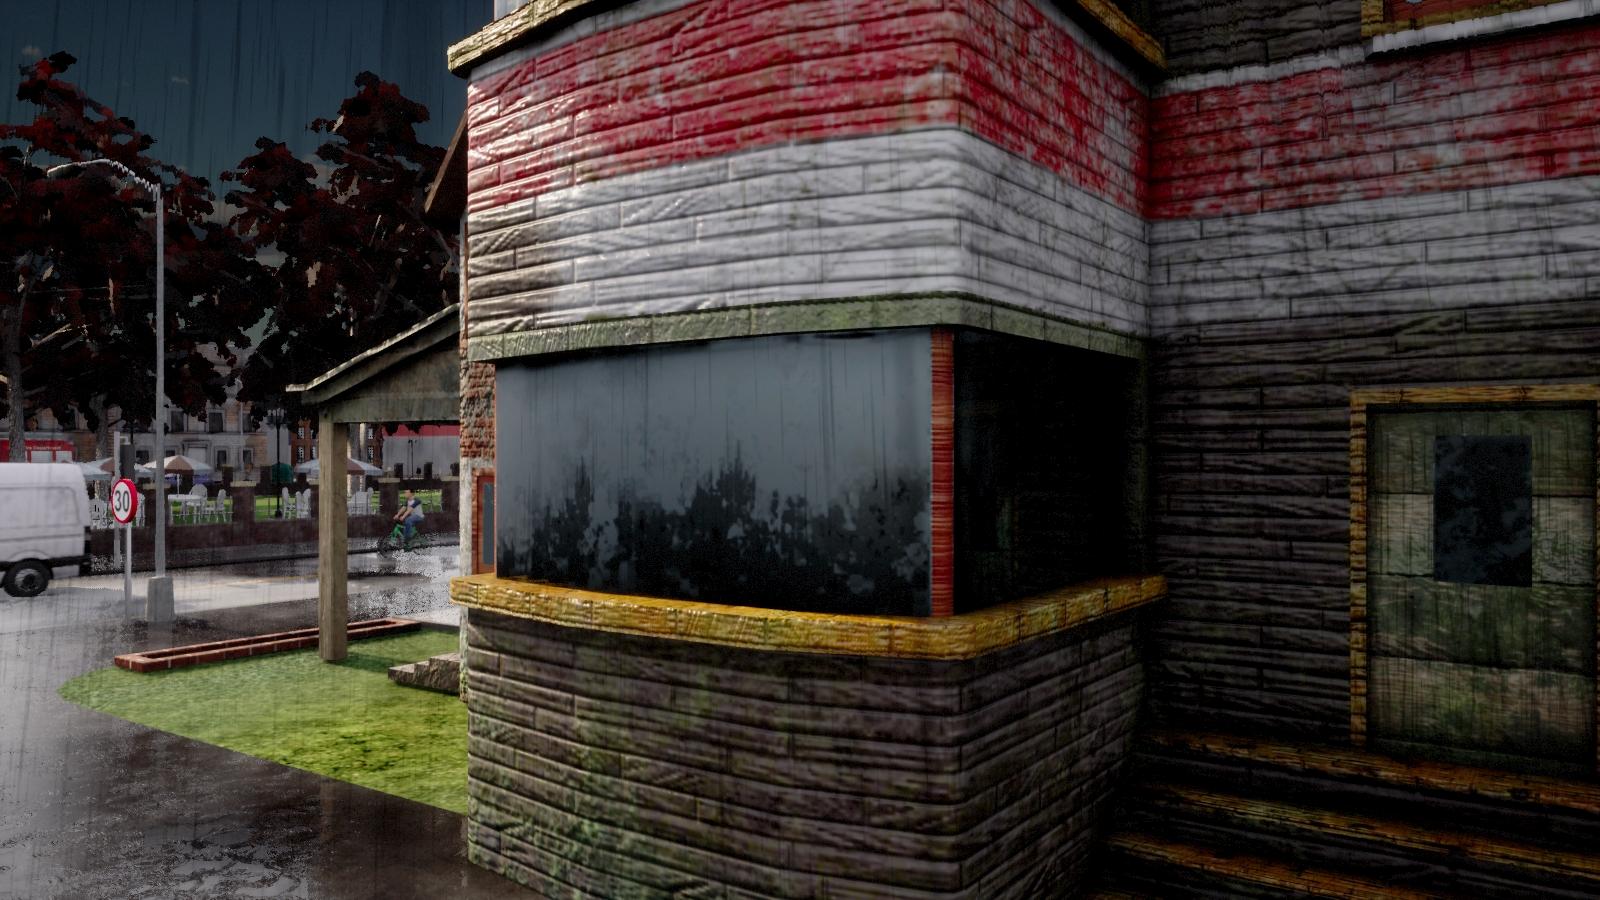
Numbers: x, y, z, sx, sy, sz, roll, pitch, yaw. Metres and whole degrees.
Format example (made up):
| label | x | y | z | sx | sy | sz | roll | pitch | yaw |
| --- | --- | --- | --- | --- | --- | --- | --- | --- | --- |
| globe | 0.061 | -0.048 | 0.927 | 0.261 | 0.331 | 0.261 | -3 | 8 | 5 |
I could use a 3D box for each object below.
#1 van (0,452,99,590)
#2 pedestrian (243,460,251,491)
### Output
| label | x | y | z | sx | sy | sz | roll | pitch | yaw |
| --- | --- | --- | --- | --- | --- | --- | --- | --- | --- |
| van | -16.423 | 1.315 | 20.810 | 1.988 | 2.561 | 5.915 | 0 | 0 | 35 |
| pedestrian | -33.095 | 1.524 | 68.402 | 0.375 | 1.860 | 0.375 | 0 | 0 | -38 |
